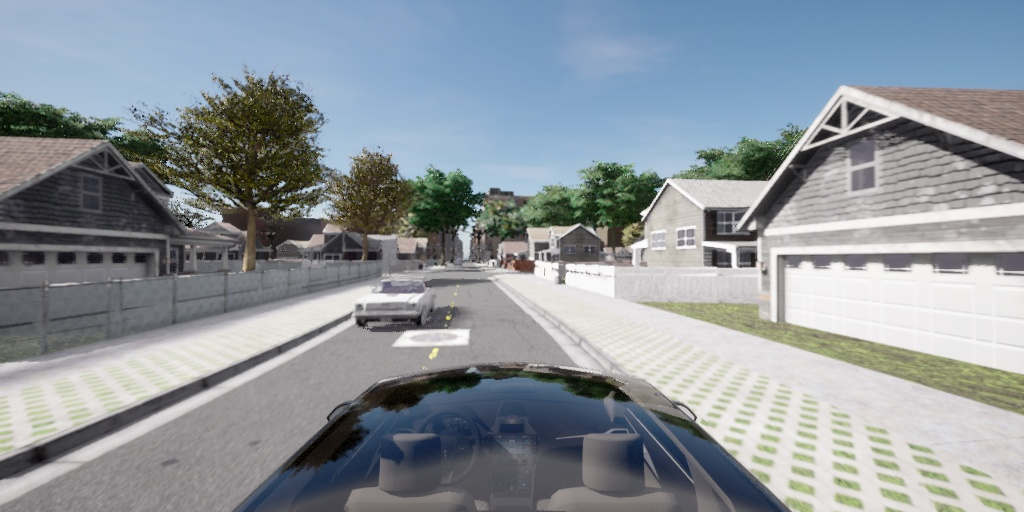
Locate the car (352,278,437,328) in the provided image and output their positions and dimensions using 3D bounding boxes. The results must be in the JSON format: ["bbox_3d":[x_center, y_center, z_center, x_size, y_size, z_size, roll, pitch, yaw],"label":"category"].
[{"bbox_3d":[-3.619,1.408,11.817,1.895,1.301,4.718,0,0,-6],"label":"car"}]
